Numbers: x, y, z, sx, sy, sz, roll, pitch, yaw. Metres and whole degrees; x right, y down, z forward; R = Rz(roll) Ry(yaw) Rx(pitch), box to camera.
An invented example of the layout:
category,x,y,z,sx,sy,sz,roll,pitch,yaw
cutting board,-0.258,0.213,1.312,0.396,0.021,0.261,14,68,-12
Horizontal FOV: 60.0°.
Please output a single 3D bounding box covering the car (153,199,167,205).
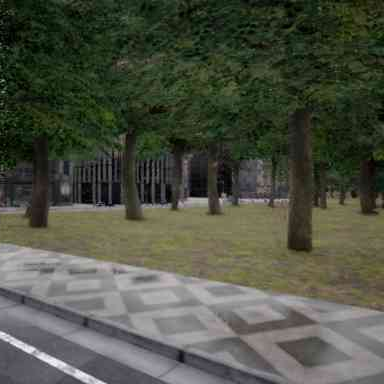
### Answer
category,x,y,z,sx,sy,sz,roll,pitch,yaw
car,-6.656,2.266,70.399,1.837,1.490,4.892,0,0,34
